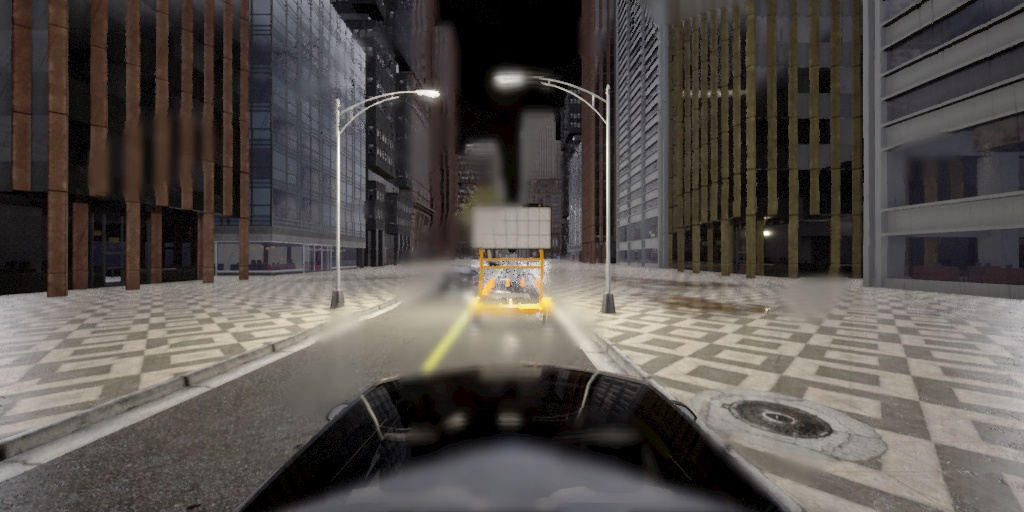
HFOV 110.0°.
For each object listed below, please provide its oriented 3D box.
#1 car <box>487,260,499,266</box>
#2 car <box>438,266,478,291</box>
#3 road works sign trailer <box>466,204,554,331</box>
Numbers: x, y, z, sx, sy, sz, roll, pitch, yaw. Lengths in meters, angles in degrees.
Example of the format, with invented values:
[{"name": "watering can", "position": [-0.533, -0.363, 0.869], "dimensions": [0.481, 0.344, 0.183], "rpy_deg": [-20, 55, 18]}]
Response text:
[{"name": "car", "position": [-3.120, 1.311, 61.417], "dimensions": [2.033, 1.411, 5.357], "rpy_deg": [0, 0, 0]}, {"name": "car", "position": [-3.114, 1.300, 21.951], "dimensions": [2.033, 1.411, 5.357], "rpy_deg": [0, 0, 0]}, {"name": "road works sign trailer", "position": [-0.007, 0.215, 10.981], "dimensions": [2.380, 3.560, 2.880], "rpy_deg": [0, 0, 0]}]
